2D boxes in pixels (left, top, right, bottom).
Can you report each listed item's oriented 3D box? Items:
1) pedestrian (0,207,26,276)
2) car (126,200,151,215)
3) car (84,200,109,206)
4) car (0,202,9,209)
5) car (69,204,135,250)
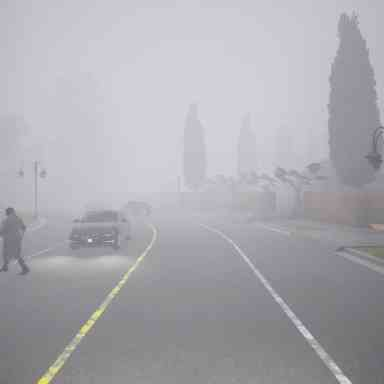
[{"bbox_3d":[-4.868,1.295,9.036,0.375,1.860,0.375,0,0,0],"label":"pedestrian"},{"bbox_3d":[-5.716,1.570,33.778,1.837,1.490,4.892,0,0,-29],"label":"car"},{"bbox_3d":[-11.971,1.713,42.032,4.181,1.385,1.994,-1,-1,44],"label":"car"},{"bbox_3d":[-28.732,1.864,48.176,4.181,1.385,1.994,-1,-1,18],"label":"car"},{"bbox_3d":[-3.819,1.506,14.443,1.837,1.490,4.892,0,0,-3],"label":"car"}]
